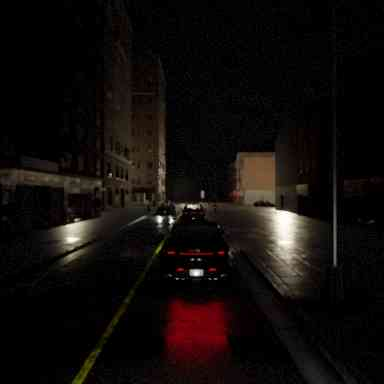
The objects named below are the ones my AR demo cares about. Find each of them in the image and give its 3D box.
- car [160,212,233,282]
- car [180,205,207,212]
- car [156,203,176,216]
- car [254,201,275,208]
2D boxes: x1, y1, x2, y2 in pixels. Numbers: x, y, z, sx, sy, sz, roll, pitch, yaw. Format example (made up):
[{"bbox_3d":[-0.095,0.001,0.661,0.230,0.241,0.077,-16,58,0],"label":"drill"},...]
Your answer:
[{"bbox_3d":[0.106,1.595,10.031,1.837,1.490,4.892,0,0,0],"label":"car"},{"bbox_3d":[0.107,1.716,25.886,2.128,1.511,4.902,0,0,0],"label":"car"},{"bbox_3d":[-2.773,1.877,36.338,1.994,1.385,4.181,0,-1,1],"label":"car"},{"bbox_3d":[13.237,2.208,59.822,4.313,1.339,1.947,0,-1,0],"label":"car"}]
